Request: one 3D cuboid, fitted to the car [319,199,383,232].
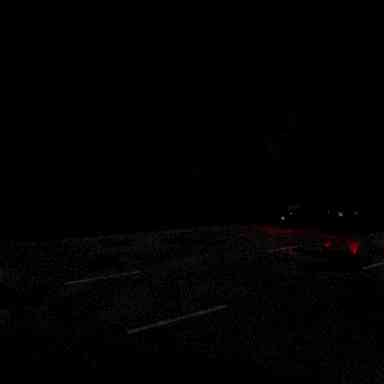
[{"bbox_3d":[9.821,1.240,19.348,4.553,1.767,2.097,0,0,-36],"label":"car"}]

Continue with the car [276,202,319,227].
[{"bbox_3d":[7.529,1.415,22.013,4.674,1.442,1.812,-1,0,-35],"label":"car"}]
